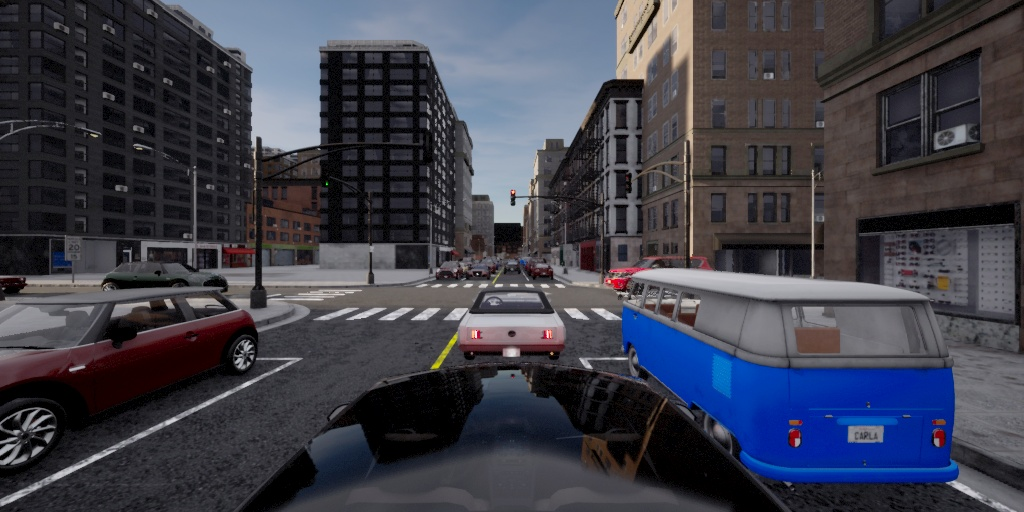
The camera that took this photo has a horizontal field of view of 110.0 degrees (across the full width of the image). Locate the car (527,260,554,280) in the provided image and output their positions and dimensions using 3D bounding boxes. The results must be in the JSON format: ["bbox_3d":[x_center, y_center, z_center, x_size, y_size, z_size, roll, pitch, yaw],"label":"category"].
[{"bbox_3d":[2.605,1.294,31.403,1.888,1.381,4.507,0,0,0],"label":"car"}]

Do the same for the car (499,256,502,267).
[{"bbox_3d":[-2.889,1.098,50.260,2.097,1.767,4.553,0,0,0],"label":"car"}]

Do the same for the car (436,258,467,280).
[{"bbox_3d":[-5.420,1.188,31.394,1.967,1.591,4.097,0,0,0],"label":"car"}]

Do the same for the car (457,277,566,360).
[{"bbox_3d":[-0.006,1.351,8.309,1.895,1.301,4.718,0,0,0],"label":"car"}]

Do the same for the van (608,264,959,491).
[{"bbox_3d":[2.637,1.091,4.523,1.690,1.789,3.998,0,0,0],"label":"van"}]

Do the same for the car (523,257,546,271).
[{"bbox_3d":[2.599,1.063,36.812,2.192,1.841,5.009,0,0,0],"label":"car"}]

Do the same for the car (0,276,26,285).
[{"bbox_3d":[-25.960,1.215,16.716,4.718,1.301,1.895,0,0,0],"label":"car"}]

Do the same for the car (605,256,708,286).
[{"bbox_3d":[7.894,1.021,19.289,5.566,2.045,2.150,0,0,-7],"label":"car"}]

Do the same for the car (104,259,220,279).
[{"bbox_3d":[-16.005,1.022,16.731,4.553,1.767,2.097,0,0,0],"label":"car"}]

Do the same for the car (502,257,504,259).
[{"bbox_3d":[-2.830,1.305,65.212,1.994,1.385,4.181,0,0,0],"label":"car"}]

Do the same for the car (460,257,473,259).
[{"bbox_3d":[-5.432,1.062,42.213,2.192,1.841,5.009,0,0,0],"label":"car"}]

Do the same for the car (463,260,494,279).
[{"bbox_3d":[-2.883,1.313,31.569,1.994,1.385,4.181,0,0,-1],"label":"car"}]

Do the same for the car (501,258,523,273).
[{"bbox_3d":[0.022,1.273,42.328,1.812,1.442,4.674,0,0,0],"label":"car"}]

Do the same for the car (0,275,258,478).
[{"bbox_3d":[-5.389,1.190,4.514,1.967,1.591,4.097,0,0,0],"label":"car"}]

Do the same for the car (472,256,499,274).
[{"bbox_3d":[-2.876,1.100,40.189,2.097,1.767,4.553,0,0,0],"label":"car"}]
